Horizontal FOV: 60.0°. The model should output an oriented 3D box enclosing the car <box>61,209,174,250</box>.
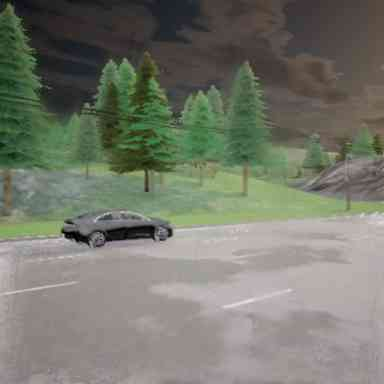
[{"bbox_3d":[-3.075,1.497,14.463,4.902,1.511,2.128,0,0,-35],"label":"car"}]
